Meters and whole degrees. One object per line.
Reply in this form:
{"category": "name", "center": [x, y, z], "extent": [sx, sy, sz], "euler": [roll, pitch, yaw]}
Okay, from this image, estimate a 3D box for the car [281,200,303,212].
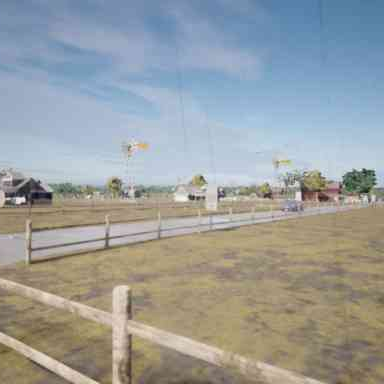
{"category": "car", "center": [14.890, 1.984, 49.329], "extent": [2.097, 1.767, 4.553], "euler": [2, 0, 36]}
